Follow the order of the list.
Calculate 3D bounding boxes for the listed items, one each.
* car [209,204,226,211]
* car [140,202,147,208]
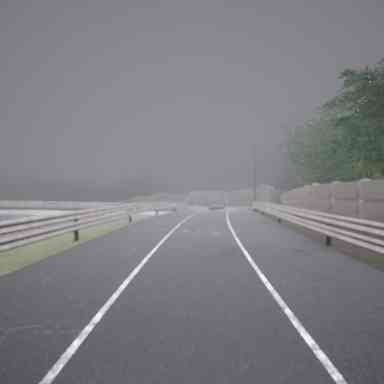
[{"bbox_3d":[5.796,3.604,75.711,1.882,1.535,5.008,-2,-4,38],"label":"car"},{"bbox_3d":[-9.064,2.641,60.047,5.008,1.535,1.882,3,-4,-41],"label":"car"}]
